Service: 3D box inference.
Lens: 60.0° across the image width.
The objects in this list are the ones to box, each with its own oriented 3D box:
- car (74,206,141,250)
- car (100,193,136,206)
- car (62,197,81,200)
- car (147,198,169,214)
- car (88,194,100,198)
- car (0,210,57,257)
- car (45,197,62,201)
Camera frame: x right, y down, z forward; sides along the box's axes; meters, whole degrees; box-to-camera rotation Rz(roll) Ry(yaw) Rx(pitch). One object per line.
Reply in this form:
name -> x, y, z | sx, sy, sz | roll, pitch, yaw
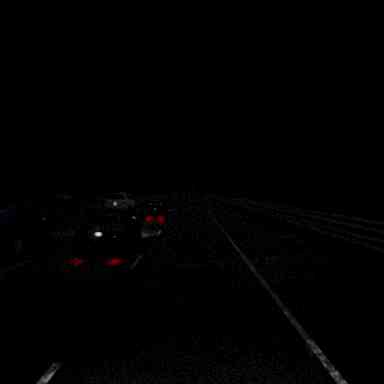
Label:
car -> -3.401, 1.501, 14.087 | 1.994, 1.385, 4.181 | 0, 0, 0
car -> -6.901, 1.102, 32.540 | 2.150, 2.045, 5.566 | 0, 0, 0
car -> -21.022, 1.467, 59.826 | 1.895, 1.301, 4.718 | 0, 0, 1
car -> -3.401, 1.370, 33.397 | 2.128, 1.511, 4.902 | 0, 0, 0
car -> -17.531, 1.218, 60.016 | 2.097, 1.767, 4.553 | 0, 0, 1
car -> -6.902, 1.421, 12.780 | 1.882, 1.535, 5.008 | 0, 0, 0
car -> -24.517, 1.467, 59.750 | 1.895, 1.301, 4.718 | 0, 0, 0
